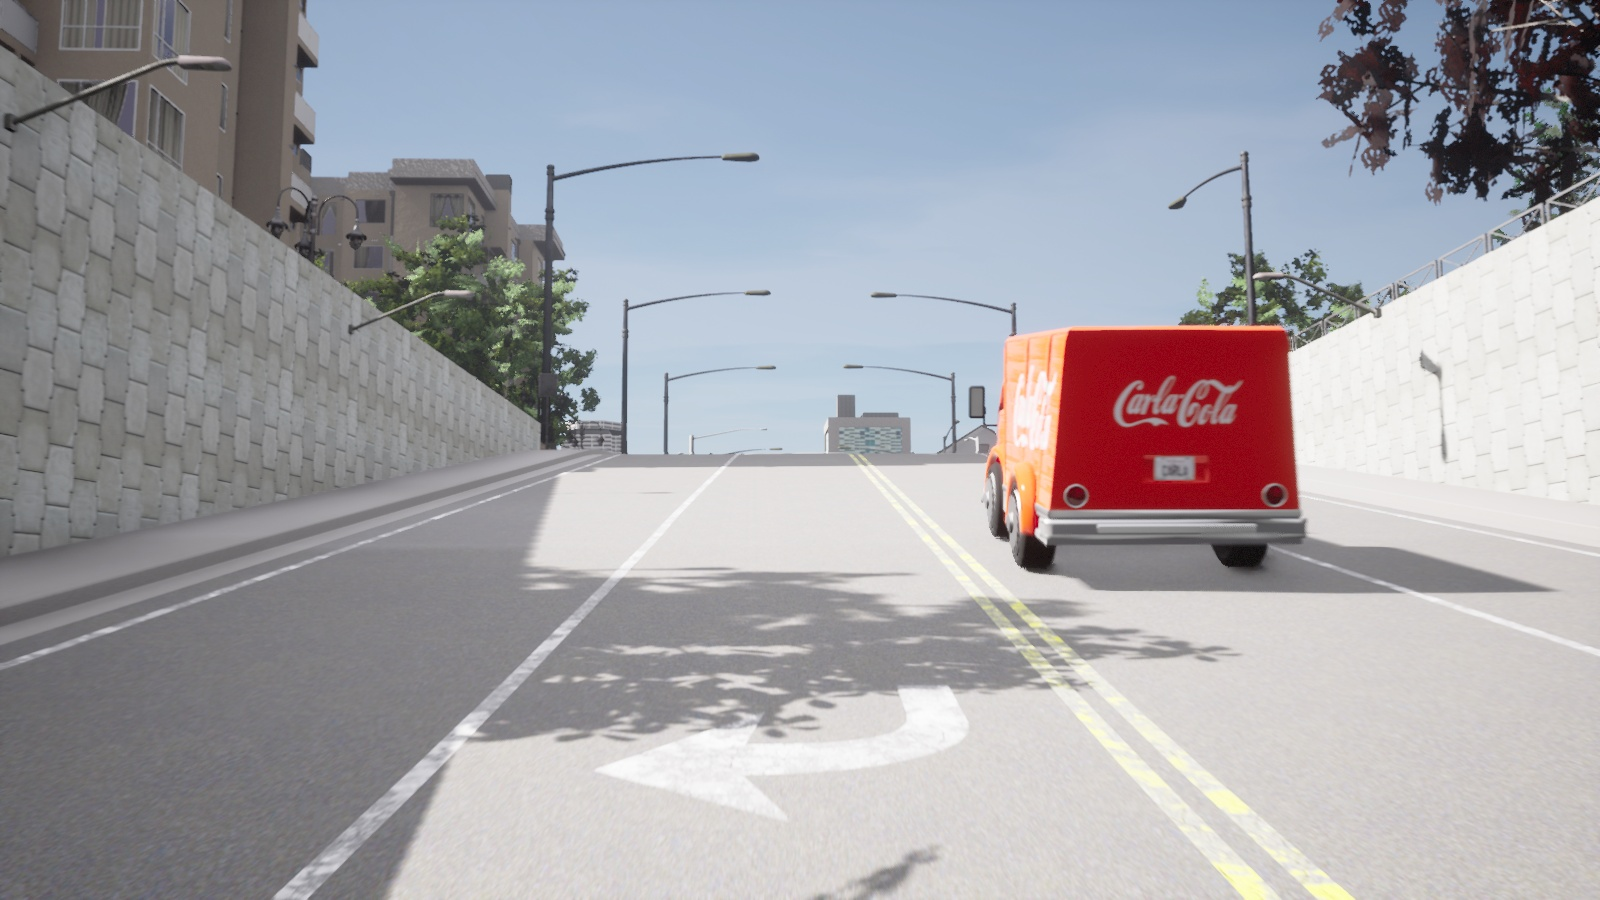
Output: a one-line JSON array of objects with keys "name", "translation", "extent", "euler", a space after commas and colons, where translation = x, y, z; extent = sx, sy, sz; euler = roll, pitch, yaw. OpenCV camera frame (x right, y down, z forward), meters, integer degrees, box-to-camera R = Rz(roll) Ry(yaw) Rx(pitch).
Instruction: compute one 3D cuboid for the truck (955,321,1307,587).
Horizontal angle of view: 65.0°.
[{"name": "truck", "translation": [3.435, -0.090, 14.411], "extent": [2.627, 2.467, 5.204], "euler": [-1, 3, 0]}]
